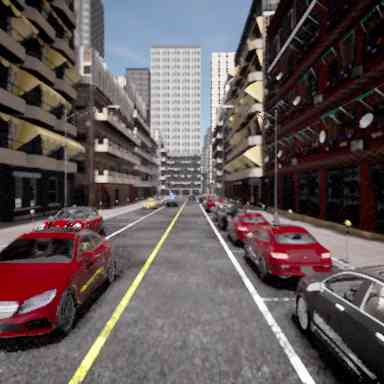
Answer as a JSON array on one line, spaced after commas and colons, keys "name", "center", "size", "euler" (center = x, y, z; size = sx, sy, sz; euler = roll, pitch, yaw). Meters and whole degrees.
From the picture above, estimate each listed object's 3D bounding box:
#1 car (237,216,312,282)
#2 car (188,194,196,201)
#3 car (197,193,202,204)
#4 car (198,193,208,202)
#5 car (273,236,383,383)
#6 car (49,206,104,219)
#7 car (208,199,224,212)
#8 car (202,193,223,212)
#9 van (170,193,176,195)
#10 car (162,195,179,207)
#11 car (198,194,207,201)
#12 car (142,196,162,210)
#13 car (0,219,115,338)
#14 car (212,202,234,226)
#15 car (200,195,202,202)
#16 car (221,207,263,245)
[{"name": "car", "center": [2.554, 1.573, 9.501], "size": [1.802, 1.307, 4.206], "euler": [-1, 0, 0]}, {"name": "car", "center": [-0.020, 1.370, 83.198], "size": [1.812, 1.442, 4.674], "euler": [0, 0, 0]}, {"name": "car", "center": [2.215, 1.435, 63.685], "size": [1.837, 1.490, 4.892], "euler": [0, 0, 0]}, {"name": "car", "center": [2.536, 1.231, 76.089], "size": [2.192, 1.841, 5.009], "euler": [-1, 0, 0]}, {"name": "car", "center": [2.555, 1.547, 3.952], "size": [2.008, 1.369, 4.403], "euler": [-1, 0, 0]}, {"name": "car", "center": [-5.329, 1.426, 15.027], "size": [1.967, 1.590, 4.097], "euler": [-1, 0, 0]}, {"name": "car", "center": [2.550, 1.524, 26.148], "size": [2.008, 1.369, 4.403], "euler": [-1, 0, 0]}, {"name": "car", "center": [2.544, 1.276, 37.246], "size": [2.192, 1.841, 5.009], "euler": [-1, 0, 0]}, {"name": "van", "center": [-5.348, 1.235, 92.714], "size": [1.690, 1.788, 3.998], "euler": [-1, 0, 0]}, {"name": "car", "center": [-2.841, 1.549, 48.667], "size": [1.895, 1.301, 4.718], "euler": [0, 0, 0]}, {"name": "car", "center": [2.536, 1.349, 81.638], "size": [1.967, 1.590, 4.097], "euler": [-1, 0, 0]}, {"name": "car", "center": [-5.335, 1.481, 42.602], "size": [1.752, 1.417, 4.829], "euler": [-1, 0, 0]}, {"name": "car", "center": [-2.852, 1.519, 6.792], "size": [1.812, 1.442, 4.674], "euler": [0, 0, 0]}, {"name": "car", "center": [2.551, 1.545, 20.599], "size": [1.947, 1.339, 4.313], "euler": [-1, 0, 0]}, {"name": "car", "center": [2.544, 1.474, 48.514], "size": [1.752, 1.417, 4.829], "euler": [-1, 0, 0]}, {"name": "car", "center": [2.553, 1.567, 15.050], "size": [1.802, 1.307, 4.206], "euler": [-1, 0, 0]}]
